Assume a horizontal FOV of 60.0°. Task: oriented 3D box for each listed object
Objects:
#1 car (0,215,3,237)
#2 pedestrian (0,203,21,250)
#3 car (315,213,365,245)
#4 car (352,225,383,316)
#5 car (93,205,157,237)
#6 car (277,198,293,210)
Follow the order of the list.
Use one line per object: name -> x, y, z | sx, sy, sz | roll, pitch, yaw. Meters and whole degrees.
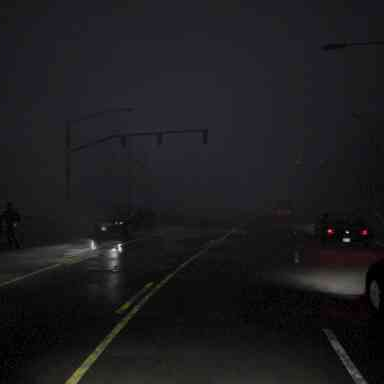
car -> -9.090, 1.223, 11.123 | 2.150, 2.045, 5.566 | 0, 0, 13
pedestrian -> -7.044, 1.297, 12.926 | 0.375, 1.860, 0.375 | 0, 0, 15
car -> 6.725, 1.605, 15.256 | 1.895, 1.301, 4.718 | 0, 0, 16
car -> 4.079, 1.507, 4.506 | 1.837, 1.490, 4.892 | 0, 0, 7
car -> -3.513, 1.496, 18.264 | 2.128, 1.511, 4.902 | 0, 0, 17
car -> 11.872, 1.453, 42.497 | 2.128, 1.511, 4.902 | 0, 0, 18
